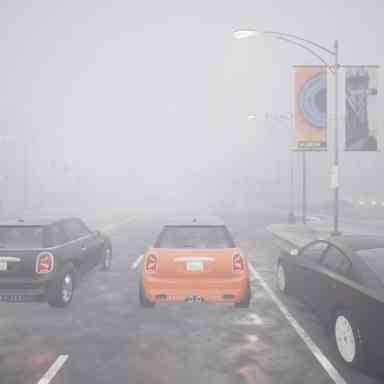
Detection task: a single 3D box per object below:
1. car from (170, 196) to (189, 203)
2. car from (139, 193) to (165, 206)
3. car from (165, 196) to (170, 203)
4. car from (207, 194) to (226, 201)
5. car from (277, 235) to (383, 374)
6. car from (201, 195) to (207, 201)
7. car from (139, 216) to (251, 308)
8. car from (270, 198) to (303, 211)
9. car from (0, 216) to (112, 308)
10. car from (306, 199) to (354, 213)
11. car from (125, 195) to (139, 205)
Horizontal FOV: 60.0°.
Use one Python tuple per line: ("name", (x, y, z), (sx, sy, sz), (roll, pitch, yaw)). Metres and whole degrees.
("car", (-2.246, 1.553, 70.023), (1.994, 1.385, 4.181), (0, 0, 26))
("car", (-6.565, 1.220, 55.164), (2.150, 2.045, 5.566), (0, 0, 7))
("car", (-5.370, 1.540, 71.604), (2.033, 1.411, 5.357), (0, 0, 26))
("car", (6.533, 1.524, 81.873), (4.674, 1.442, 1.812), (0, 0, -43))
("car", (2.902, 1.480, 5.739), (2.097, 1.535, 5.008), (0, 0, 0))
("car", (4.270, 1.355, 84.543), (4.553, 1.767, 2.097), (0, 0, -43))
("car", (0.066, 1.352, 8.089), (2.097, 1.767, 4.553), (0, 0, 0))
("car", (11.950, 1.492, 40.181), (4.902, 1.511, 2.128), (0, 0, 5))
("car", (-3.435, 1.352, 8.093), (2.097, 1.767, 4.553), (0, 0, 0))
("car", (15.145, 1.505, 36.435), (4.892, 1.490, 1.837), (0, 0, 0))
("car", (-9.829, 1.352, 56.917), (2.097, 1.767, 4.553), (0, 0, 9))
